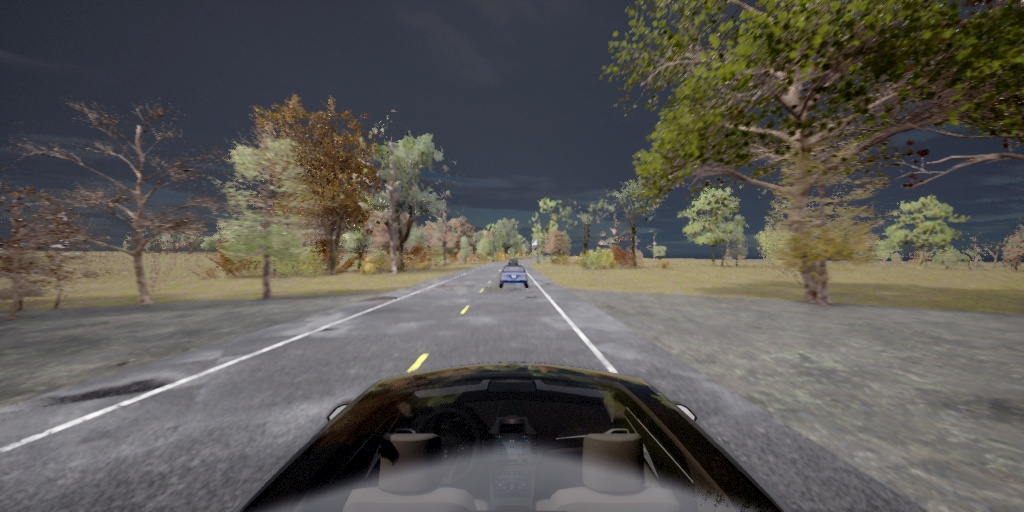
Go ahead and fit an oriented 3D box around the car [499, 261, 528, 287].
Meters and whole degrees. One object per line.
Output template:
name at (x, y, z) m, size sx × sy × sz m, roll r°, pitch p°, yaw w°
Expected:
car at (0.110, 1.297, 24.535) m, size 2.033 × 1.411 × 5.357 m, roll 0°, pitch 0°, yaw 0°
